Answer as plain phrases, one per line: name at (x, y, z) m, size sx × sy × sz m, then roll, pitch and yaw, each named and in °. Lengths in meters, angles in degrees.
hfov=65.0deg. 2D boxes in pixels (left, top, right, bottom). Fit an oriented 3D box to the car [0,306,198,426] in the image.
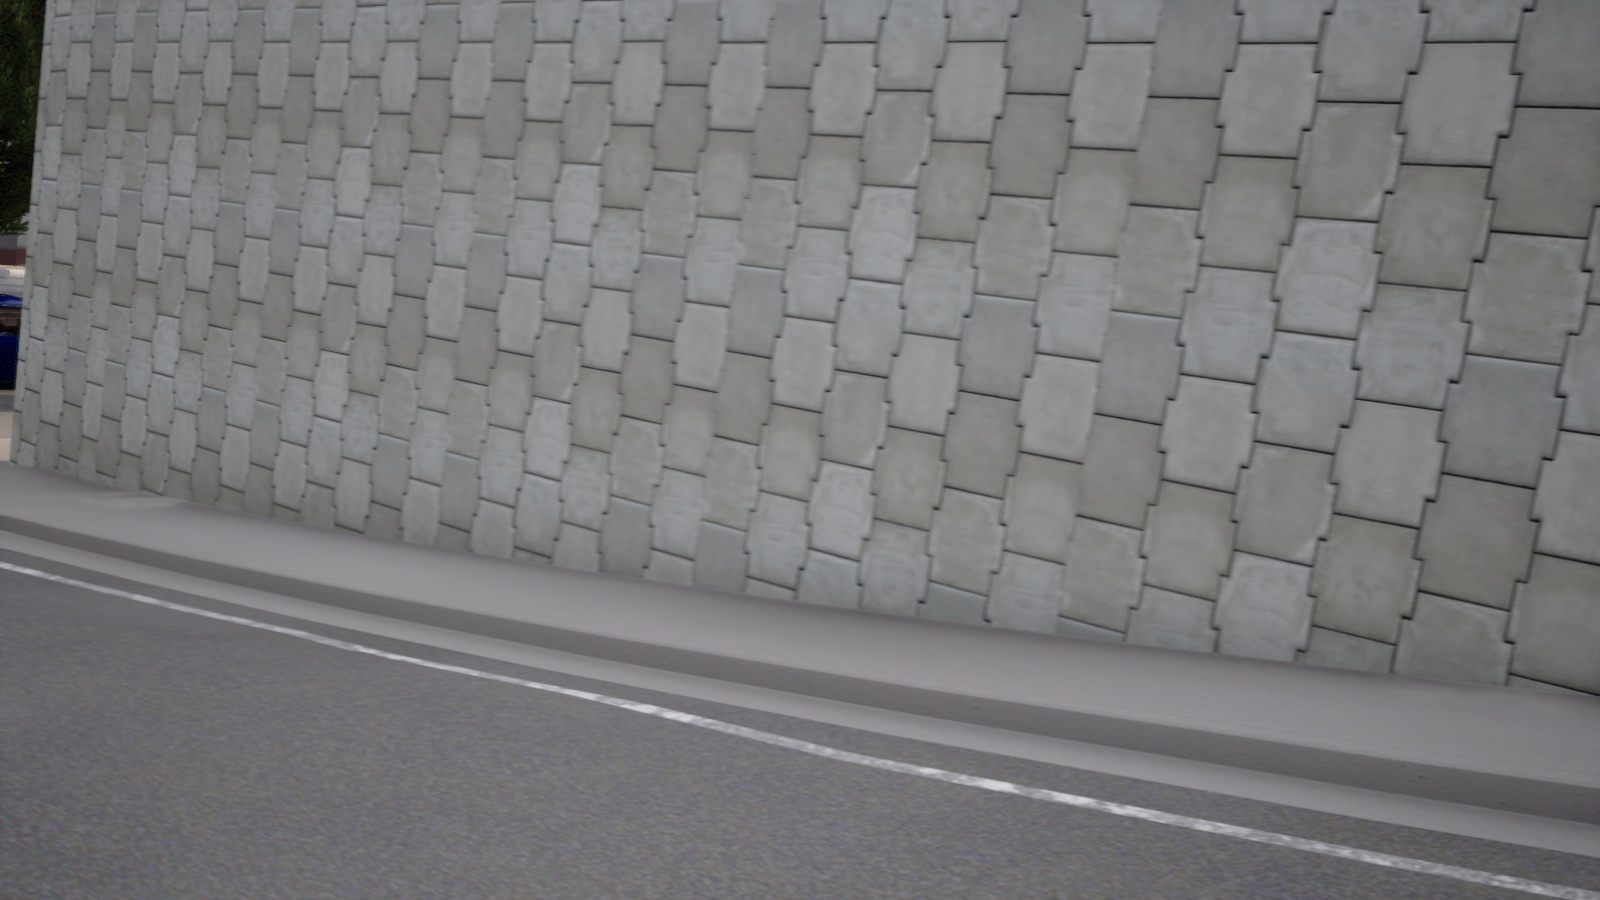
car at (-14.882, -1.639, 24.124) m, size 2.150 × 2.045 × 5.566 m, roll 11°, pitch 7°, yaw 31°
